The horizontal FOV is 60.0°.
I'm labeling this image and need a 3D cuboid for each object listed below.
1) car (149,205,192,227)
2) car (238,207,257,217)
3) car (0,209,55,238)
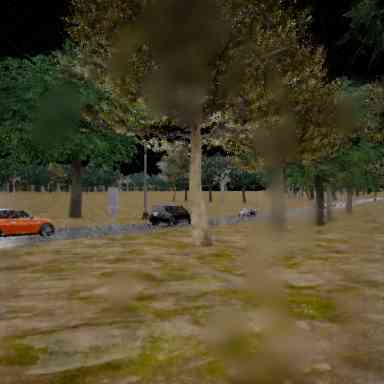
[{"bbox_3d":[-1.809,2.232,32.035,2.150,2.045,5.566,-2,-3,33],"label":"car"},{"bbox_3d":[9.400,3.353,55.922,2.128,1.511,4.902,-2,-2,33],"label":"car"},{"bbox_3d":[-10.192,1.767,19.001,2.097,1.767,4.553,-2,-3,33],"label":"car"}]
